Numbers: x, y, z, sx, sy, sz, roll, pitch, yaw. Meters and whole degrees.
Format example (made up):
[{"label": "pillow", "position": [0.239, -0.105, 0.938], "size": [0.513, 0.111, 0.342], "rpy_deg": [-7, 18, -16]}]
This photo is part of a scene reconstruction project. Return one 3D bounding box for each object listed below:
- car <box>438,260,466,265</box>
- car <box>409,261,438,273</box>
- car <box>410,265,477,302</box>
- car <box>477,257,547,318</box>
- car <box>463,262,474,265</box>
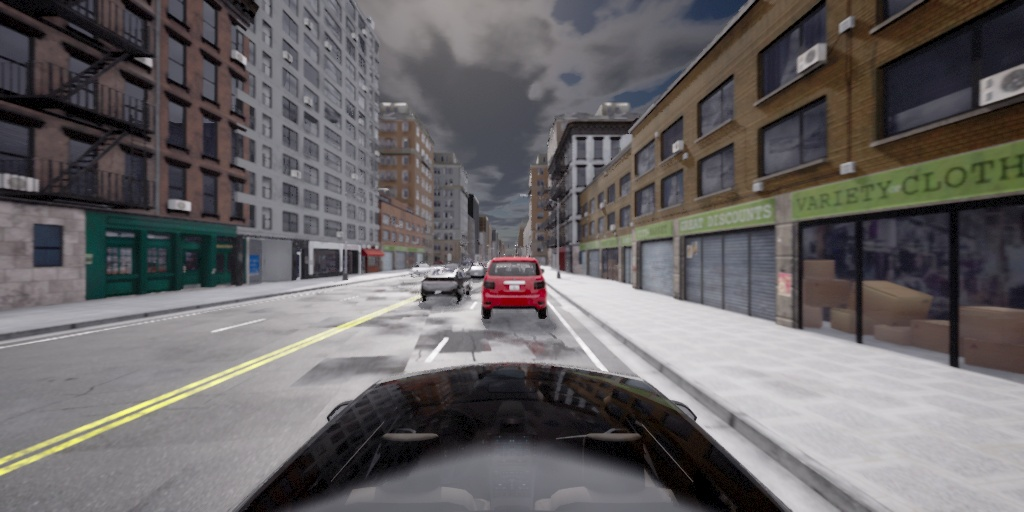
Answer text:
[{"label": "car", "position": [-6.585, 1.543, 39.663], "size": [1.837, 1.490, 4.892], "rpy_deg": [0, 0, 0]}, {"label": "car", "position": [-9.835, 1.563, 39.525], "size": [1.812, 1.442, 4.674], "rpy_deg": [0, 0, 0]}, {"label": "car", "position": [-3.152, 1.361, 17.736], "size": [2.128, 1.511, 4.902], "rpy_deg": [0, 0, 0]}, {"label": "car", "position": [0.088, 1.063, 13.644], "size": [2.150, 2.045, 5.566], "rpy_deg": [0, 0, 0]}, {"label": "car", "position": [-3.147, 1.555, 33.613], "size": [1.994, 1.385, 4.181], "rpy_deg": [0, 0, 0]}]
